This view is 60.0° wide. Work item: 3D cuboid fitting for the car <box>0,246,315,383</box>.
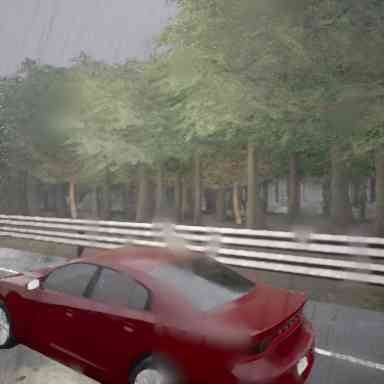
[{"bbox_3d":[-0.955,1.508,4.648,5.008,1.535,1.882,0,0,36],"label":"car"}]
